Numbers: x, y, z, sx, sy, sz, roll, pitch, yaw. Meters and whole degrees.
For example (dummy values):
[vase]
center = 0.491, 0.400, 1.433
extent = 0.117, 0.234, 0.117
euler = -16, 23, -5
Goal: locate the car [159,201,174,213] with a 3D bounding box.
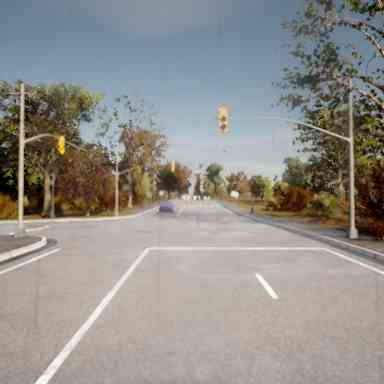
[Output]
[car]
center = -3.462, 2.081, 45.984
extent = 1.882, 1.535, 5.008
euler = 0, 0, 0
